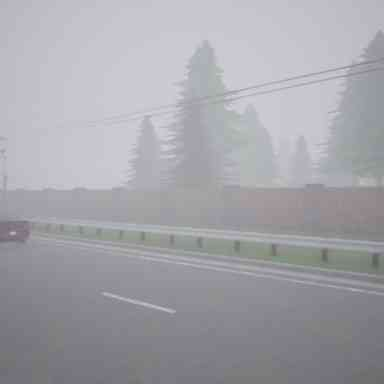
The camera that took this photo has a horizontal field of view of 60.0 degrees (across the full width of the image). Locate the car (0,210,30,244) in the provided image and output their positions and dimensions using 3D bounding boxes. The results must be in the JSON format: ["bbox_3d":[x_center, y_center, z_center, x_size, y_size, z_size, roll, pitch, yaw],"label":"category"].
[{"bbox_3d":[-9.246,1.526,14.867,5.008,1.535,1.882,0,0,36],"label":"car"}]
